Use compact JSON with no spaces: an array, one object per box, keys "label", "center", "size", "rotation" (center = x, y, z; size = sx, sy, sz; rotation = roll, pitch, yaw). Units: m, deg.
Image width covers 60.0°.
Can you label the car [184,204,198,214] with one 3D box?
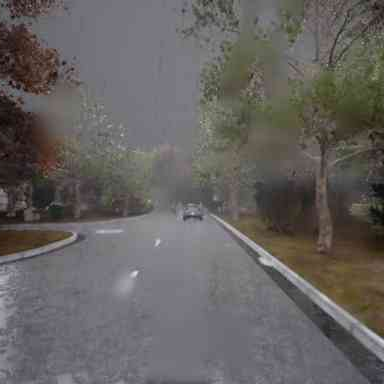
[{"label":"car","center":[-0.252,2.613,53.249],"size":[1.837,1.490,4.892],"rotation":[1,-2,-5]}]

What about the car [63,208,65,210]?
[{"label":"car","center":[-25.488,3.153,66.861],"size":[4.181,1.385,1.994],"rotation":[0,-3,8]}]

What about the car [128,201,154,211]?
[{"label":"car","center":[-10.333,2.823,66.405],"size":[5.566,2.045,2.150],"rotation":[-1,-3,17]}]

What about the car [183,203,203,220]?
[{"label":"car","center":[0.085,2.127,34.299],"size":[1.994,1.385,4.181],"rotation":[0,-2,0]}]

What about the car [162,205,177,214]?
[{"label":"car","center":[-3.267,2.563,48.251],"size":[1.895,1.301,4.718],"rotation":[0,-2,1]}]
